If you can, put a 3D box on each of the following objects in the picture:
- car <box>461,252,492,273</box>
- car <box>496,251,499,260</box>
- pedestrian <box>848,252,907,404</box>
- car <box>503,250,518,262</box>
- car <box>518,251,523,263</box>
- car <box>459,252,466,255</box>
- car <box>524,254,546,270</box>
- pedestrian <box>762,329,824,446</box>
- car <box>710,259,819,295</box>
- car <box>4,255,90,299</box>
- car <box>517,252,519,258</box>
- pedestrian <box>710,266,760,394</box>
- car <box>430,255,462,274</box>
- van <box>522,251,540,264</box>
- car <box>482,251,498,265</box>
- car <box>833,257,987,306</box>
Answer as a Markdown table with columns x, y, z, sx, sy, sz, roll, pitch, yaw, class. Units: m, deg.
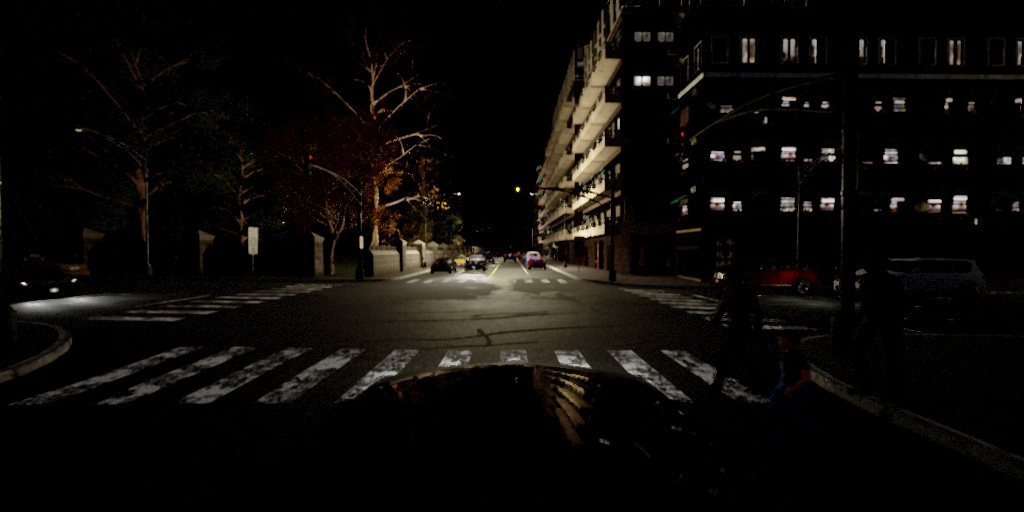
| x | y | z | sx | sy | sz | roll | pitch | yaw | class |
| --- | --- | --- | --- | --- | --- | --- | --- | --- | --- |
| -3.271 | 0.695 | 33.359 | 2.128 | 1.511 | 4.902 | 0 | 1 | 0 | car |
| -3.364 | -0.141 | 65.373 | 2.128 | 1.511 | 4.902 | 0 | 1 | 0 | car |
| 4.420 | 0.849 | 4.364 | 0.375 | 1.860 | 0.375 | 0 | 1 | 0 | pedestrian |
| -0.330 | -0.005 | 59.589 | 2.150 | 2.045 | 5.566 | 0 | 1 | 0 | car |
| 2.394 | 0.307 | 53.814 | 1.967 | 1.591 | 4.097 | 0 | 0 | 0 | car |
| -5.921 | 0.576 | 42.338 | 1.751 | 1.417 | 4.829 | 0 | 0 | 0 | car |
| 2.491 | 0.691 | 36.926 | 1.888 | 1.381 | 4.507 | 0 | 0 | 0 | car |
| 2.972 | 1.288 | 3.761 | 0.375 | 1.300 | 0.375 | 0 | 1 | 0 | pedestrian |
| 13.353 | 1.049 | 19.024 | 5.009 | 1.841 | 2.192 | 0 | 0 | -1 | car |
| -18.950 | 0.783 | 12.719 | 5.357 | 1.411 | 2.033 | 1 | 1 | -1 | car |
| 2.361 | 0.327 | 59.443 | 2.007 | 1.370 | 4.403 | 0 | 0 | 0 | car |
| 3.072 | 0.987 | 4.959 | 0.375 | 1.860 | 0.375 | 0 | 1 | 0 | pedestrian |
| -5.857 | 0.805 | 31.248 | 1.948 | 1.339 | 4.313 | 0 | 0 | 0 | car |
| 2.459 | 0.392 | 42.555 | 1.690 | 1.789 | 3.998 | 0 | 0 | 0 | van |
| -3.346 | 0.443 | 49.420 | 1.837 | 1.490 | 4.892 | 0 | 1 | 0 | car |
| 18.173 | 1.079 | 16.503 | 5.566 | 2.045 | 2.150 | 1 | 1 | -1 | car |
